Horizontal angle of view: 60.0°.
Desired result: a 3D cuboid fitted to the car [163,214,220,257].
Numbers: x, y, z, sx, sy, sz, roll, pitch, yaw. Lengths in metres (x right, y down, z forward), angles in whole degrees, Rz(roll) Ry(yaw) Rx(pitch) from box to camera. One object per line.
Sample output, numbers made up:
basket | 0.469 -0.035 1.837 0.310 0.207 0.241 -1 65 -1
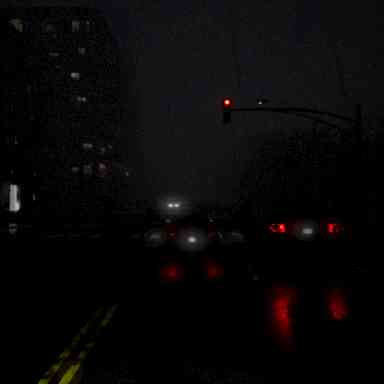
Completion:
car | -0.081 1.540 12.940 1.994 1.385 4.181 0 0 -2

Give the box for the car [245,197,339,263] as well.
car | 3.283 1.197 11.967 2.150 2.045 5.566 0 0 1

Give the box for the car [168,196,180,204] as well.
car | -3.264 1.402 60.373 2.128 1.511 4.902 0 0 1

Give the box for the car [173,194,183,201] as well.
car | -3.210 1.254 75.946 1.994 1.385 4.181 0 0 0
